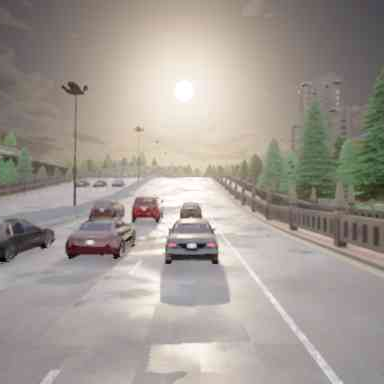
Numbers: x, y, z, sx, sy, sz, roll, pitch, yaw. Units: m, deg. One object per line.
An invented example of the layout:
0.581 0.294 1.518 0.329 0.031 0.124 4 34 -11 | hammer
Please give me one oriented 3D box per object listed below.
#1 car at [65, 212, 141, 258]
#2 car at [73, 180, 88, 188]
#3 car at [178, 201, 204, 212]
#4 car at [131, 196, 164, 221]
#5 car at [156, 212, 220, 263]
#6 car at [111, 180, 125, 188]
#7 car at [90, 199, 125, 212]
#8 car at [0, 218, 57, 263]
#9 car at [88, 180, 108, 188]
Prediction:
-3.498 1.716 13.451 1.994 1.385 4.181 0 -1 0 | car
-21.323 -1.601 64.666 2.033 1.411 5.357 0 6 0 | car
-0.087 1.546 28.401 1.837 1.490 4.892 0 3 0 | car
-3.589 1.293 27.436 2.150 2.045 5.566 0 2 0 | car
-0.003 1.689 12.481 2.033 1.411 5.357 0 -1 0 | car
-14.332 -1.664 64.703 1.882 1.535 5.008 0 6 0 | car
-7.086 1.390 28.312 2.097 1.767 4.553 0 2 0 | car
-7.003 1.688 12.491 2.033 1.411 5.357 0 -1 0 | car
-17.825 -1.599 64.692 2.033 1.411 5.357 0 6 0 | car
